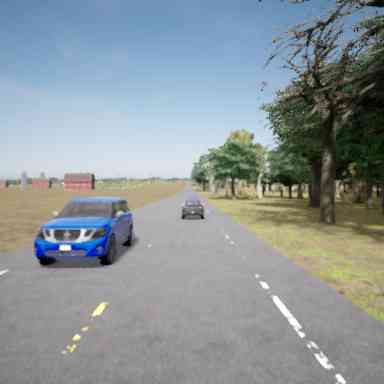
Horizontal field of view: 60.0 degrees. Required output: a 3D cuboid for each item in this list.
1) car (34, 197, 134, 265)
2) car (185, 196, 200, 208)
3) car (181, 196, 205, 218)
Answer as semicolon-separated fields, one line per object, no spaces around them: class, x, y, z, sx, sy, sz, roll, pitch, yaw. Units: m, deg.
car;-3.515;1.204;12.015;2.150;2.045;5.566;0;0;0
car;0.058;1.322;44.486;1.812;1.442;4.674;0;0;0
car;0.076;1.398;28.703;2.128;1.511;4.902;0;0;0
